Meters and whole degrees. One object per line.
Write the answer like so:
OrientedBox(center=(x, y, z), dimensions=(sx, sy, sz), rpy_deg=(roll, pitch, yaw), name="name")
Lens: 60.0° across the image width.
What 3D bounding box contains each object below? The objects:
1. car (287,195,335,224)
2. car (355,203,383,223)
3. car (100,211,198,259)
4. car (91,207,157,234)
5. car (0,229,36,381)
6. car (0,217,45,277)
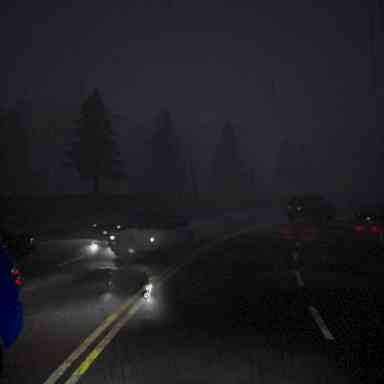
OrientedBox(center=(9.210, 1.272, 25.549), dimensions=(2.150, 2.045, 5.566), rpy_deg=(0, 0, 39), name="car")
OrientedBox(center=(14.446, 1.671, 26.075), dimensions=(1.895, 1.301, 4.718), rpy_deg=(0, 0, 42), name="car")
OrientedBox(center=(-1.303, 1.601, 12.854), dimensions=(1.895, 1.301, 4.718), rpy_deg=(0, 0, 18), name="car")
OrientedBox(center=(-3.120, 1.542, 18.249), dimensions=(2.033, 1.411, 5.357), rpy_deg=(0, 0, 22), name="car")
OrientedBox(center=(-3.233, 1.212, 1.771), dimensions=(2.150, 2.045, 5.566), rpy_deg=(0, 0, 4), name="car")
OrientedBox(center=(-6.193, 1.525, 8.157), dimensions=(2.033, 1.411, 5.357), rpy_deg=(0, 0, 11), name="car")
